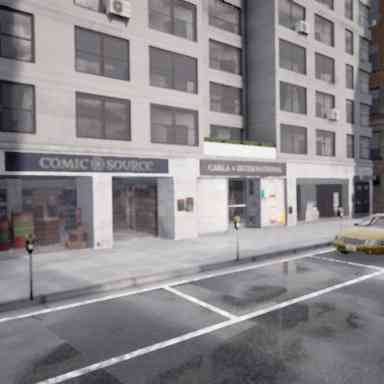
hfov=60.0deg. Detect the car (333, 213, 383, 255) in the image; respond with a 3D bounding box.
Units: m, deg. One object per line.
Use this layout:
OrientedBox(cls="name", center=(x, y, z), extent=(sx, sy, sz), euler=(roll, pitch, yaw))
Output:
OrientedBox(cls="car", center=(6.730, 1.317, 11.413), extent=(4.829, 1.417, 1.752), euler=(-1, 1, -36))
